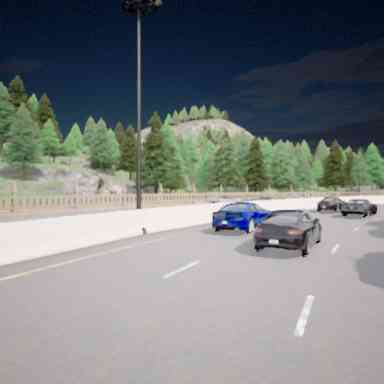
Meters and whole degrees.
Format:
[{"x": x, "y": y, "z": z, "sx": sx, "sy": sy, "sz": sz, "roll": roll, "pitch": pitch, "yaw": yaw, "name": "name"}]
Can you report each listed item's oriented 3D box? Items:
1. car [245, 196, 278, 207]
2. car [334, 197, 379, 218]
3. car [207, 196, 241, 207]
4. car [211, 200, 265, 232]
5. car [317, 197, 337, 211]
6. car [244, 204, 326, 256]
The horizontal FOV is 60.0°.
[{"x": 8.986, "y": 1.167, "z": 42.933, "sx": 4.718, "sy": 1.301, "sz": 1.895, "roll": 0, "pitch": 1, "yaw": -44, "name": "car"}, {"x": 13.824, "y": 1.284, "z": 27.340, "sx": 2.033, "sy": 1.411, "sz": 5.357, "roll": 1, "pitch": 1, "yaw": 40, "name": "car"}, {"x": 4.169, "y": 1.158, "z": 42.981, "sx": 1.895, "sy": 1.301, "sz": 4.718, "roll": 1, "pitch": 1, "yaw": 43, "name": "car"}, {"x": 2.835, "y": 1.293, "z": 18.021, "sx": 1.882, "sy": 1.535, "sz": 5.008, "roll": 0, "pitch": 1, "yaw": 31, "name": "car"}, {"x": 13.711, "y": 1.209, "z": 32.405, "sx": 1.812, "sy": 1.442, "sz": 4.674, "roll": 1, "pitch": 1, "yaw": 42, "name": "car"}, {"x": 3.715, "y": 1.399, "z": 12.614, "sx": 1.812, "sy": 1.442, "sz": 4.674, "roll": 0, "pitch": 1, "yaw": 29, "name": "car"}]
